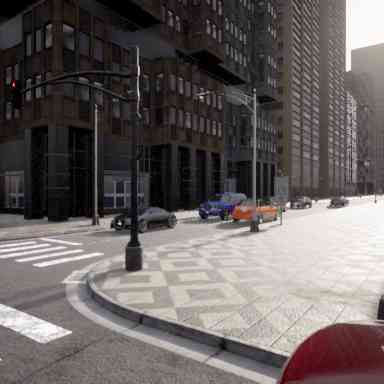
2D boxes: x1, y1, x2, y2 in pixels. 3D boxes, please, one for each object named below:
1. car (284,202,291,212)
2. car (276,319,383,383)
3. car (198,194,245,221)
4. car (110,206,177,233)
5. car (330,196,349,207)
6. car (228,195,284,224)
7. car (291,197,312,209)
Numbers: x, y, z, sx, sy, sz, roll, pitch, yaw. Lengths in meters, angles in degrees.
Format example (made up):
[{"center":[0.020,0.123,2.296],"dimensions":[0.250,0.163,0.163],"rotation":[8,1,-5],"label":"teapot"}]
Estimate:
[{"center":[8.370,1.270,35.269],"dimensions":[2.097,1.767,4.553],"rotation":[0,0,35],"label":"car"},{"center":[2.681,1.315,1.048],"dimensions":[5.009,1.841,2.192],"rotation":[0,0,35],"label":"car"},{"center":[2.735,1.161,27.312],"dimensions":[2.150,2.045,5.566],"rotation":[0,0,35],"label":"car"},{"center":[-2.749,1.525,19.546],"dimensions":[1.994,1.385,4.181],"rotation":[0,0,35],"label":"car"},{"center":[21.407,1.374,48.187],"dimensions":[2.128,1.511,4.902],"rotation":[0,0,35],"label":"car"},{"center":[4.877,1.299,24.792],"dimensions":[2.097,1.767,4.553],"rotation":[0,0,35],"label":"car"},{"center":[14.352,1.385,43.675],"dimensions":[2.128,1.511,4.902],"rotation":[0,0,35],"label":"car"}]
